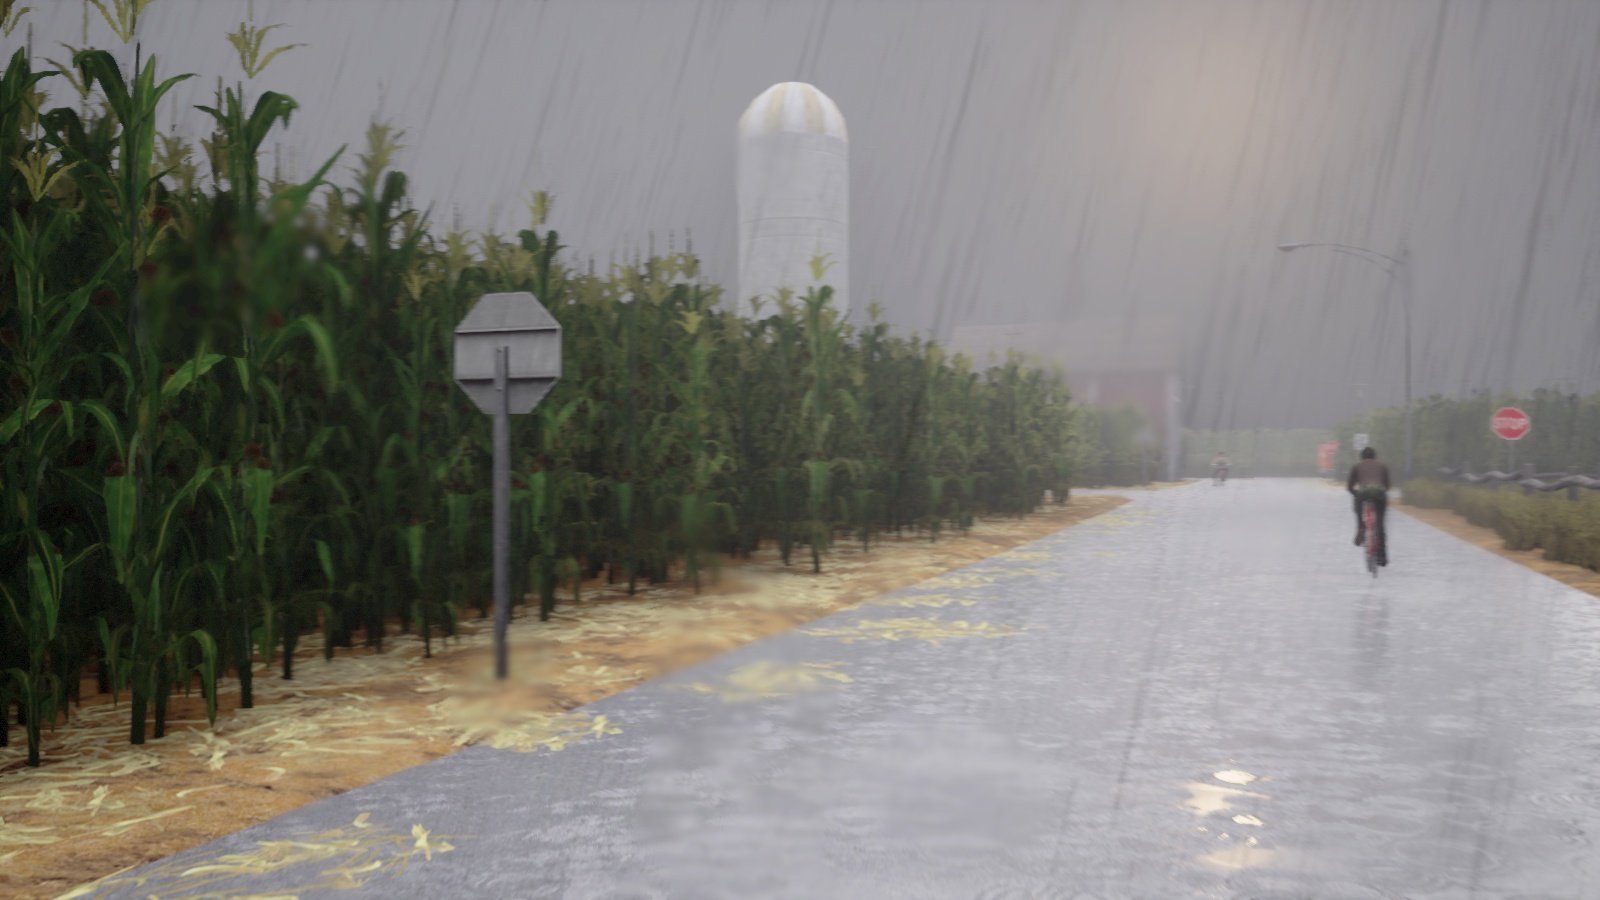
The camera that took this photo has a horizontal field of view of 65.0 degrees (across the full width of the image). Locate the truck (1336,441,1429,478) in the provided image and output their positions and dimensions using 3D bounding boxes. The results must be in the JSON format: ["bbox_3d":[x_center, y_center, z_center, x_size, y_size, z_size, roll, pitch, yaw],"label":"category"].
[{"bbox_3d":[39.198,0.632,84.614,5.204,2.467,2.627,0,0,12],"label":"truck"}]

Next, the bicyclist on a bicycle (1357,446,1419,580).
[{"bbox_3d":[7.462,0.767,15.985,0.582,1.620,1.656,0,-1,21],"label":"bicyclist on a bicycle"}]
